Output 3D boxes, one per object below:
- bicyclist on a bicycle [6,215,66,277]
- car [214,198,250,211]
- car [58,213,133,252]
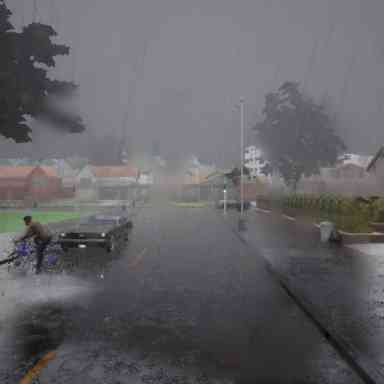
[{"bbox_3d":[-4.244,1.455,8.982,1.656,1.620,0.582,-2,0,1],"label":"bicyclist on a bicycle"},{"bbox_3d":[4.978,1.526,41.106,4.674,1.442,1.812,0,0,-28],"label":"car"},{"bbox_3d":[-3.831,1.601,13.972,1.895,1.301,4.718,0,0,1],"label":"car"}]
